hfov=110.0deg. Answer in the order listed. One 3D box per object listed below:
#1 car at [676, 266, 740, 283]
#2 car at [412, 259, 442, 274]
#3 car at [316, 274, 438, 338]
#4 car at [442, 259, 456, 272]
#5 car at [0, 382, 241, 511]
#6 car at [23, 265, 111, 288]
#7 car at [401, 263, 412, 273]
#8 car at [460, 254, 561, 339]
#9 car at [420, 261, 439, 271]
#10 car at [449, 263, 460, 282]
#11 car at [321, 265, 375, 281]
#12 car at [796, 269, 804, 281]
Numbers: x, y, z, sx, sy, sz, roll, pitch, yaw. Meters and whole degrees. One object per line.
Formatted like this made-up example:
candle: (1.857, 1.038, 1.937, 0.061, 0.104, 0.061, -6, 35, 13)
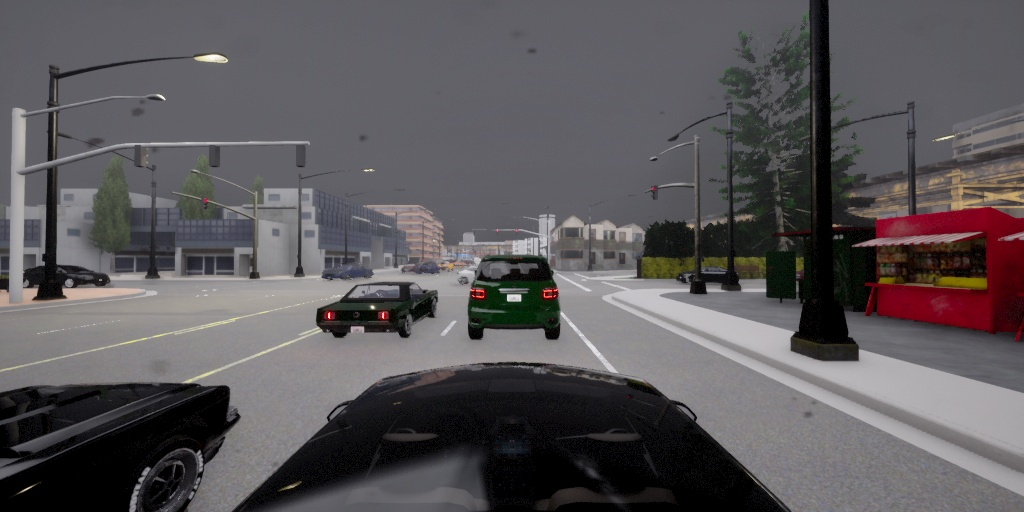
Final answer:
car: (14.745, 1.448, 27.112, 4.181, 1.385, 1.994, 0, -1, 0)
car: (-10.622, 1.448, 45.149, 2.097, 1.767, 4.553, 0, 0, 0)
car: (-3.438, 1.368, 10.240, 1.895, 1.301, 4.718, 0, 0, 0)
car: (-10.625, 1.652, 56.932, 1.882, 1.535, 5.008, 0, 0, 0)
car: (-3.402, 1.351, 1.100, 1.895, 1.301, 4.718, 0, 0, 0)
car: (-29.644, 1.344, 23.742, 4.892, 1.490, 1.837, 0, -1, 1)
car: (-14.141, 1.670, 50.436, 1.812, 1.442, 4.674, 0, -1, 0)
car: (0.059, 0.986, 10.224, 2.150, 2.045, 5.566, 0, 0, 0)
car: (-14.110, 1.649, 61.799, 2.128, 1.511, 4.902, 0, 0, 0)
car: (-1.894, 1.406, 25.806, 4.674, 1.442, 1.812, 0, 0, 29)
car: (-14.913, 1.513, 33.023, 2.033, 1.411, 5.357, 0, -1, 13)
car: (23.242, 1.409, 27.045, 4.674, 1.442, 1.812, 0, -1, 1)
